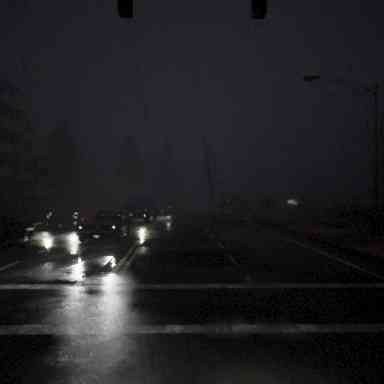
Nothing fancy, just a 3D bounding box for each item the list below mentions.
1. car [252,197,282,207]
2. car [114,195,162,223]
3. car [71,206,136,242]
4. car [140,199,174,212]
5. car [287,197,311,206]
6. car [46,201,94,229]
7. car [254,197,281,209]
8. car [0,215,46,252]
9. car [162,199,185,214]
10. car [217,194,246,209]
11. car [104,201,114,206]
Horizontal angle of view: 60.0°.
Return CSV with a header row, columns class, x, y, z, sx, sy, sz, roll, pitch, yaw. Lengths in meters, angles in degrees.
class,x,y,z,sx,sy,sz,roll,pitch,yaw
car,12.269,1.570,54.095,5.357,1.411,2.033,0,0,-41
car,-4.103,1.249,26.339,2.150,2.045,5.566,0,0,4
car,-4.204,1.621,16.636,1.895,1.301,4.718,0,0,-2
car,-4.265,1.587,41.527,2.033,1.411,5.357,0,0,22
car,17.340,1.539,53.869,4.674,1.442,1.812,0,0,-37
car,-7.681,1.382,21.610,2.097,1.767,4.553,0,0,0
car,10.626,1.620,46.582,1.895,1.301,4.718,0,0,36
car,-7.538,1.570,12.136,2.033,1.411,5.357,0,0,-3
car,-2.364,1.634,36.203,1.895,1.301,4.718,0,0,17
car,5.525,1.248,45.781,2.150,2.045,5.566,0,0,33
car,-7.186,1.585,31.539,2.033,1.411,5.357,0,0,10
